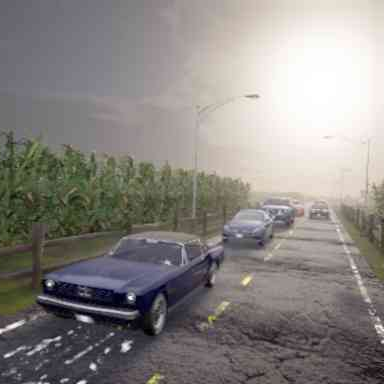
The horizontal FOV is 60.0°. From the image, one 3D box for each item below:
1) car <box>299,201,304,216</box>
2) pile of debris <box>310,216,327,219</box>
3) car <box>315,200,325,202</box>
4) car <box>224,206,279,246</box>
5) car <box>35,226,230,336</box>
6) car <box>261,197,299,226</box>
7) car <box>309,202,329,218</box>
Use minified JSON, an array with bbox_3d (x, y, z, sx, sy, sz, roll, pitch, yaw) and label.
[{"bbox_3d":[11.904,1.734,38.814,2.097,1.767,4.553,2,0,22],"label":"car"},{"bbox_3d":[12.906,2.598,33.903,1.500,0.140,1.860,2,0,22],"label":"pile of debris"},{"bbox_3d":[18.121,1.958,46.933,2.097,1.767,4.553,2,0,22],"label":"car"},{"bbox_3d":[2.869,1.604,16.206,1.812,1.442,4.674,2,0,22],"label":"car"},{"bbox_3d":[-0.790,1.560,6.906,1.895,1.301,4.718,2,0,21],"label":"car"},{"bbox_3d":[6.726,1.426,25.919,2.150,2.045,5.566,2,0,22],"label":"car"},{"bbox_3d":[13.608,2.048,35.499,1.895,1.301,4.718,2,0,22],"label":"car"}]
